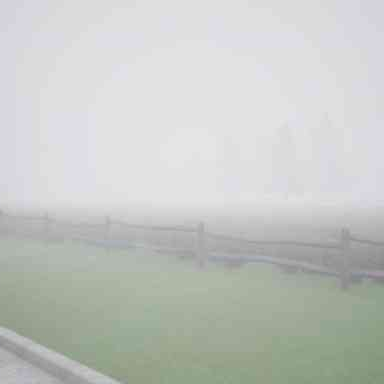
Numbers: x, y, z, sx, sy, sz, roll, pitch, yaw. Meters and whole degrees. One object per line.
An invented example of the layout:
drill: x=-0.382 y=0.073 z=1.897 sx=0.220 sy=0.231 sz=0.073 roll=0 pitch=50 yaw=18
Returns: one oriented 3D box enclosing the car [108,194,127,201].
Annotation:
car: x=-17.560 y=1.501 z=78.603 sx=4.605 sy=1.855 sz=1.932 roll=0 pitch=0 yaw=35
